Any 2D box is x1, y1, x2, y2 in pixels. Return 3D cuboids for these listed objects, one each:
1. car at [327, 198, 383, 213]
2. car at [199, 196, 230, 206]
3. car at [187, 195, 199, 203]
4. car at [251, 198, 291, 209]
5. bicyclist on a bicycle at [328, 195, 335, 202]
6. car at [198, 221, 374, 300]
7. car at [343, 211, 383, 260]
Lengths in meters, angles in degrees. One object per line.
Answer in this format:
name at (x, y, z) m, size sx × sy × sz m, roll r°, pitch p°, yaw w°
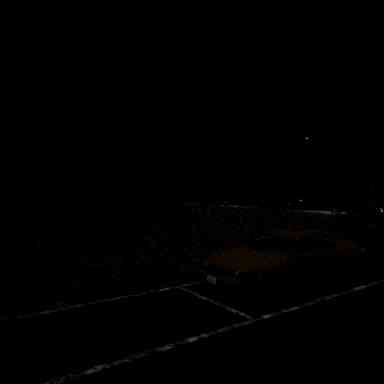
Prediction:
car at (14.732, 1.342, 30.238) m, size 2.128 × 1.511 × 4.902 m, roll 1°, pitch 0°, yaw -34°
car at (3.405, 1.232, 46.787) m, size 1.994 × 1.385 × 4.181 m, roll 1°, pitch 0°, yaw -34°
car at (-0.455, 1.196, 57.981) m, size 1.895 × 1.301 × 4.718 m, roll 1°, pitch 0°, yaw -34°
car at (9.087, 1.361, 38.480) m, size 1.895 × 1.301 × 4.718 m, roll 1°, pitch 0°, yaw -34°
bicyclist on a bicycle at (16.341, 1.159, 38.933) m, size 1.656 × 1.620 × 0.582 m, roll 0°, pitch 0°, yaw -34°
car at (2.395, 1.527, 8.370) m, size 4.829 × 1.417 × 1.752 m, roll 0°, pitch 1°, yaw -35°
car at (7.156, 1.547, 11.673) m, size 4.507 × 1.381 × 1.887 m, roll 0°, pitch 1°, yaw -35°
